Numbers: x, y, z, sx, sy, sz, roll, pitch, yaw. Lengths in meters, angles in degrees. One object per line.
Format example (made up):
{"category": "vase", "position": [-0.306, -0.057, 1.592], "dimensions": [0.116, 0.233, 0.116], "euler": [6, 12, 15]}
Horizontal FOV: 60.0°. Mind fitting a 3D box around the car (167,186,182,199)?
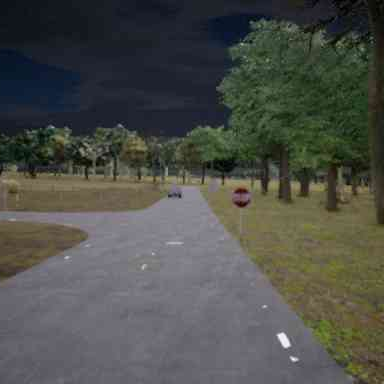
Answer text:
{"category": "car", "position": [-2.738, -0.005, 53.778], "dimensions": [2.150, 2.045, 5.566], "euler": [0, 2, 0]}
